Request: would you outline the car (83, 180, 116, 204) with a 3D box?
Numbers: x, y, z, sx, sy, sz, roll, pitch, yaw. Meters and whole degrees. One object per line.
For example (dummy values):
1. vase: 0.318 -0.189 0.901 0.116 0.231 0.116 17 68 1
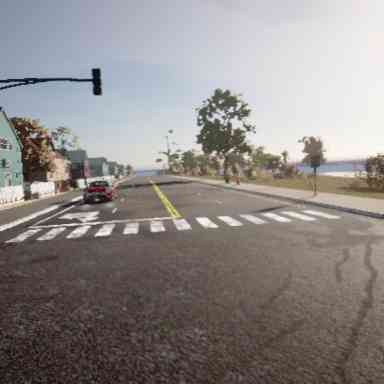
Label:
1. car: -7.274 -0.135 26.454 2.097 1.767 4.553 -3 4 -8
